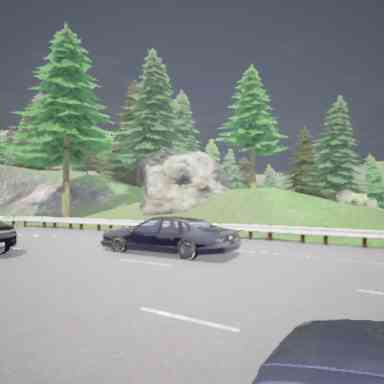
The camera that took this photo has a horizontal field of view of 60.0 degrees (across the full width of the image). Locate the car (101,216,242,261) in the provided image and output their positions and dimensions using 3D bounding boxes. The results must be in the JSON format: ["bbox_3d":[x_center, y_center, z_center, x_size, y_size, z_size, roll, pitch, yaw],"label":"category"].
[{"bbox_3d":[-0.876,1.609,12.423,5.357,1.411,2.033,-1,0,29],"label":"car"}]

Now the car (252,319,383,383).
[{"bbox_3d":[3.008,1.529,1.882,5.357,1.411,2.033,-1,0,34],"label":"car"}]

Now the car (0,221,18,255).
[{"bbox_3d":[-8.756,1.618,12.447,4.902,1.511,2.128,-1,0,25],"label":"car"}]
